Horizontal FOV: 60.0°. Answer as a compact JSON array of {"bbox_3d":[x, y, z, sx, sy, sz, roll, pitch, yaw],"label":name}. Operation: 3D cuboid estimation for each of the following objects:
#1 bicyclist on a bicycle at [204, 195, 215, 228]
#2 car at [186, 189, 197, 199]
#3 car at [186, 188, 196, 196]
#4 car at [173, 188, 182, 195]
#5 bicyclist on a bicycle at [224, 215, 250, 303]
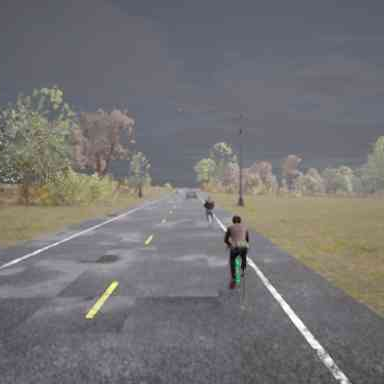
[{"bbox_3d":[0.915,1.049,17.536,0.659,1.776,1.843,0,1,0],"label":"bicyclist on a bicycle"},{"bbox_3d":[-0.060,0.439,57.774,2.128,1.511,4.902,0,1,0],"label":"car"},{"bbox_3d":[-0.207,0.012,73.877,2.097,1.767,4.553,0,1,0],"label":"car"},{"bbox_3d":[-3.745,-0.225,87.073,2.097,1.767,4.553,0,1,0],"label":"car"},{"bbox_3d":[0.946,1.324,6.901,0.582,1.620,1.656,0,1,0],"label":"bicyclist on a bicycle"}]
